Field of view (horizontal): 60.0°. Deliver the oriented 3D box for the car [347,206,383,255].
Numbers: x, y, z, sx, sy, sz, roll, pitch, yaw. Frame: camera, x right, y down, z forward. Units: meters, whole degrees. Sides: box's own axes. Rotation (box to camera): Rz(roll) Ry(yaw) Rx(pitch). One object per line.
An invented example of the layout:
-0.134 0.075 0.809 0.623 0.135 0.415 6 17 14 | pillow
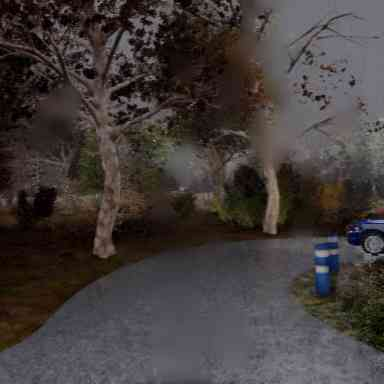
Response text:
7.601 1.221 10.428 5.008 1.535 1.882 0 0 34 | car
